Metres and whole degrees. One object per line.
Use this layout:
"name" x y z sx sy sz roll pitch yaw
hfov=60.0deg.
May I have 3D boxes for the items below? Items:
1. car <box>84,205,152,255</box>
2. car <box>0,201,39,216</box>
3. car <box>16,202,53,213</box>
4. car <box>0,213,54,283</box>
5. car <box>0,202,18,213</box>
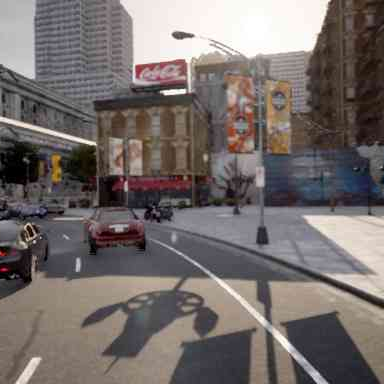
"car" -3.397 1.401 14.076 2.097 1.767 4.553 -1 0 -21
"car" -19.912 1.845 38.123 4.674 1.452 2.002 -1 0 32
"car" -15.385 1.798 30.801 5.357 1.411 2.033 -1 0 42
"car" -5.358 1.593 9.661 1.837 1.490 4.892 0 0 -17
"car" -15.994 1.756 26.459 2.128 1.511 4.902 -1 0 -45
